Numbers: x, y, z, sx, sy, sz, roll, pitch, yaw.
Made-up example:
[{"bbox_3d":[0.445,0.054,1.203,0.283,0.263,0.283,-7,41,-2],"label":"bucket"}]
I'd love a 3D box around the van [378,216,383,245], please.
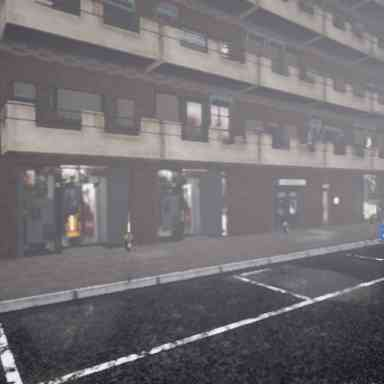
[{"bbox_3d":[8.832,1.359,12.832,3.998,1.788,1.690,0,-1,-35],"label":"van"}]
